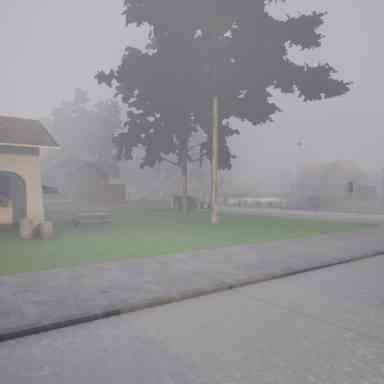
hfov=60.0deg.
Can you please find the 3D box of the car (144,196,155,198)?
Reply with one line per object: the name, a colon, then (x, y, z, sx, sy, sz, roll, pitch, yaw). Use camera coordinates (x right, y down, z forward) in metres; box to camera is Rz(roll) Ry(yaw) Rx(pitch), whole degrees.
car: (-8.976, 1.517, 69.239, 1.812, 1.442, 4.674, 0, 0, -36)
